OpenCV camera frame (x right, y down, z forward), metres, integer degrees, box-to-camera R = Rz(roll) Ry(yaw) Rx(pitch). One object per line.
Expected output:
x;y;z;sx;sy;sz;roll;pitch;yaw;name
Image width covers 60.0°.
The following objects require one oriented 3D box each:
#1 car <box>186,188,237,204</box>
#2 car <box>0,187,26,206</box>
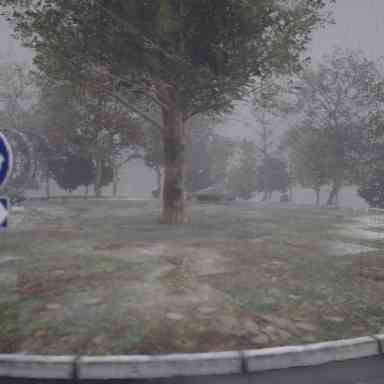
1.819;0.313;31.981;4.902;1.511;2.128;1;2;13;car
-14.982;0.347;25.021;1.812;1.442;4.674;2;2;35;car
